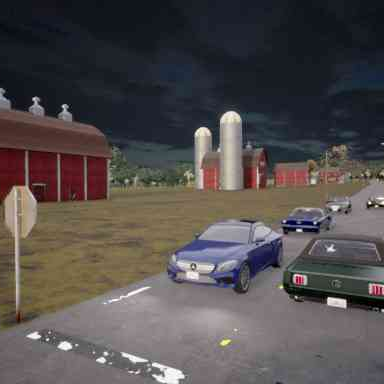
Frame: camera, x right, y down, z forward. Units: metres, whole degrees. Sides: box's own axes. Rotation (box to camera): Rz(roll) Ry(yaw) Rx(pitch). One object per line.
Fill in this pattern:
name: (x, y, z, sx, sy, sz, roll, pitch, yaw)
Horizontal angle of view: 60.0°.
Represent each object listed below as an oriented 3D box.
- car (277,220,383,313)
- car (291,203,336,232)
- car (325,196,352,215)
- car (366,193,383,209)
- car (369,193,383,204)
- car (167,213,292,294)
car: (3.587, 1.592, 7.595, 1.895, 1.301, 4.718, 0, 0, 30)
car: (6.257, 1.510, 17.901, 1.895, 1.301, 4.718, 0, 1, 30)
car: (13.074, 1.122, 29.653, 2.128, 1.511, 4.902, 0, 1, 30)
car: (19.200, 1.056, 34.471, 1.895, 1.301, 4.718, 0, 1, 30)
car: (24.144, 0.815, 43.129, 1.895, 1.301, 4.718, 0, 1, 30)
car: (1.180, 1.515, 9.126, 1.812, 1.442, 4.674, 0, 0, 30)
